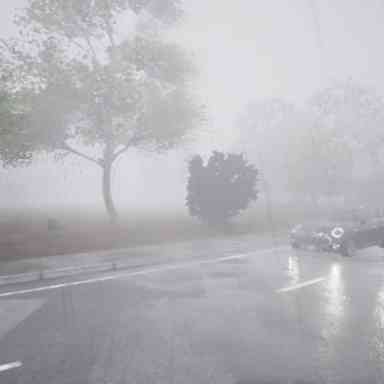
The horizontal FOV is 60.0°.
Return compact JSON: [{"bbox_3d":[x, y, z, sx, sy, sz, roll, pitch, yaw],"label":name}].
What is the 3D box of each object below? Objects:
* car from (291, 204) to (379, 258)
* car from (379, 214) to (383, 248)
[{"bbox_3d":[5.895,1.368,13.068,4.553,1.767,2.097,0,0,-39],"label":"car"},{"bbox_3d":[7.889,1.362,10.180,4.553,1.767,2.097,0,0,-39],"label":"car"}]
